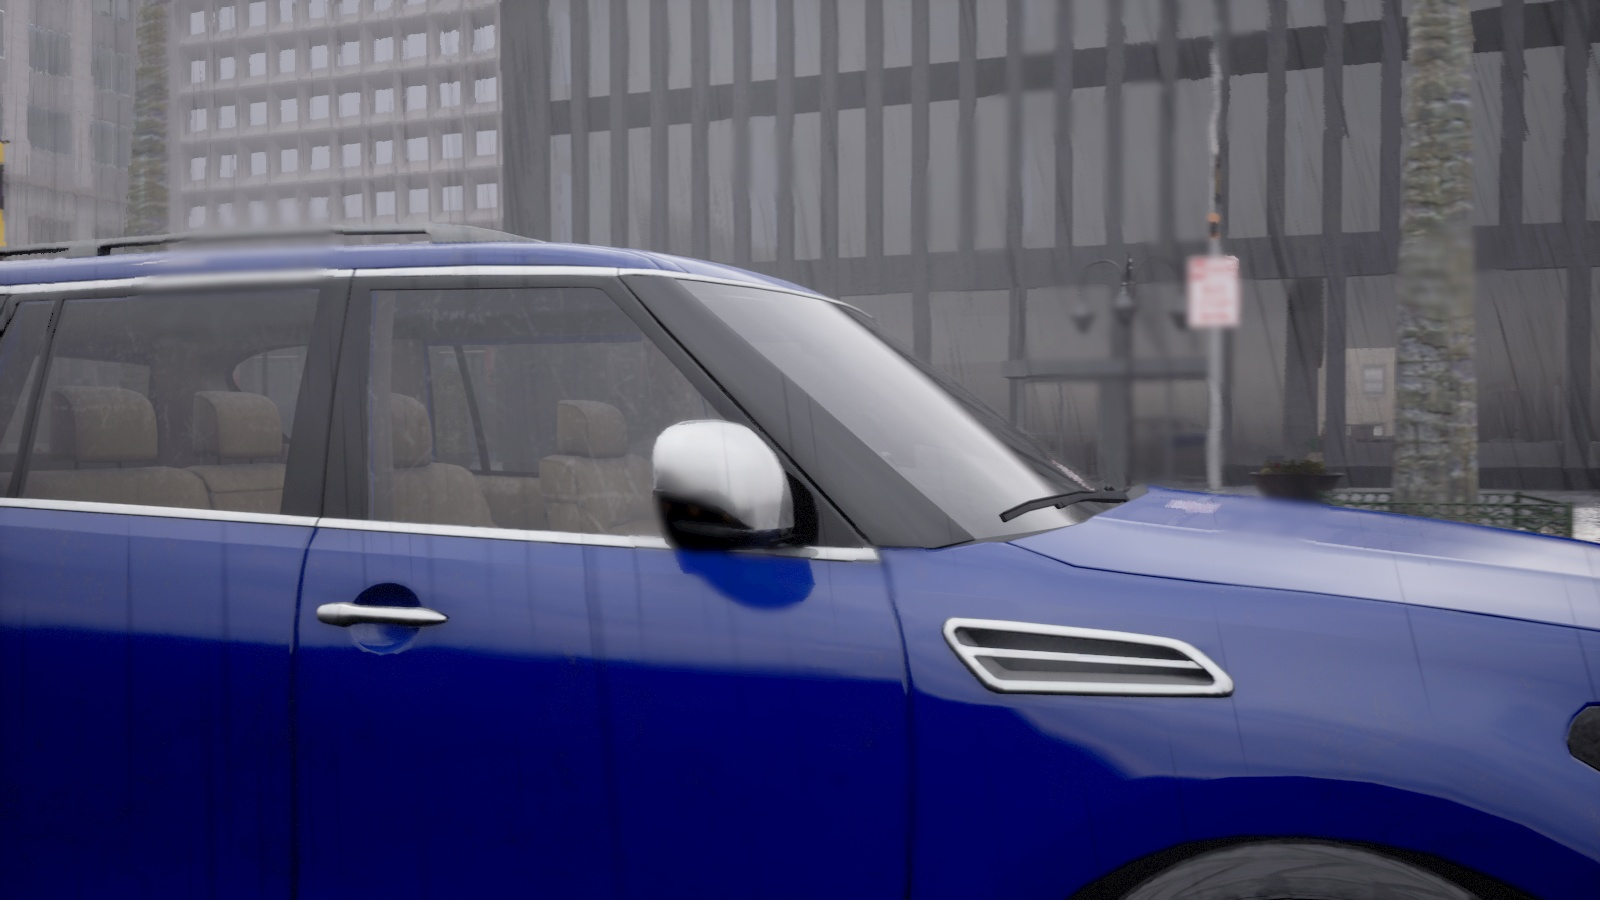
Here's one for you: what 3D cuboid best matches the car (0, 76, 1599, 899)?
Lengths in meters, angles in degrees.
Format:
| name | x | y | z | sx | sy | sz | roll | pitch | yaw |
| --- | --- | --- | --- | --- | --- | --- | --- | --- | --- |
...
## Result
| name | x | y | z | sx | sy | sz | roll | pitch | yaw |
| --- | --- | --- | --- | --- | --- | --- | --- | --- | --- |
| car | -0.582 | 0.489 | 3.385 | 5.566 | 2.045 | 2.150 | 1 | 1 | 19 |
